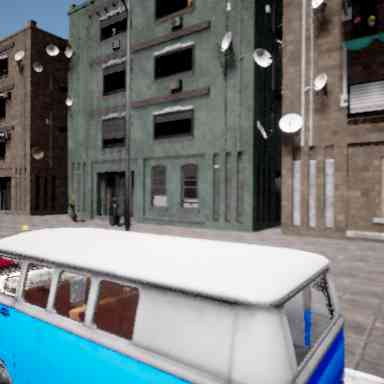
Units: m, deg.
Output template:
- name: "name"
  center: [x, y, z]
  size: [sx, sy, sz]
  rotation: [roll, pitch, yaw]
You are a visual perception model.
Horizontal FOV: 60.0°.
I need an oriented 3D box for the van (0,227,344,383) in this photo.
- name: "van"
  center: [-0.620, 1.337, 3.311]
  size: [3.998, 1.788, 1.690]
  rotation: [0, 1, 36]
